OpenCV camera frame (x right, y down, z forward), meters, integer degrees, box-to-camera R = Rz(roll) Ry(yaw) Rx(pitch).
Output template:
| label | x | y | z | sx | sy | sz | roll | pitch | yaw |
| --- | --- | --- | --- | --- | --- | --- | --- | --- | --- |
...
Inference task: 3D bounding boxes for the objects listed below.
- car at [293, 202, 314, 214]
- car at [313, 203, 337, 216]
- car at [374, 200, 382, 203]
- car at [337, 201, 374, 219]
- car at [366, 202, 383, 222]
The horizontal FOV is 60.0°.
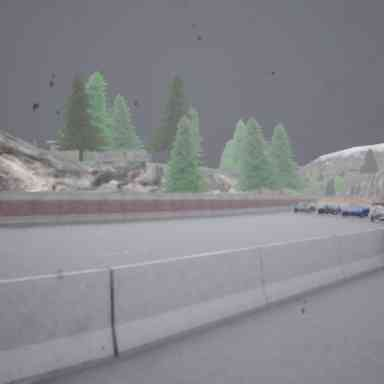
| label | x | y | z | sx | sy | sz | roll | pitch | yaw |
| --- | --- | --- | --- | --- | --- | --- | --- | --- | --- |
| car | 14.575 | 2.005 | 42.523 | 1.837 | 1.490 | 4.892 | 0 | -1 | 38 |
| car | 16.269 | 2.081 | 39.008 | 1.895 | 1.301 | 4.718 | 0 | -1 | 39 |
| car | 38.558 | 2.327 | 69.051 | 2.033 | 1.411 | 5.357 | 0 | -1 | 23 |
| car | 17.028 | 1.922 | 34.459 | 1.882 | 1.535 | 5.008 | 0 | -1 | 40 |
| car | 17.219 | 1.924 | 29.343 | 1.812 | 1.442 | 4.674 | 0 | -1 | 42 |
